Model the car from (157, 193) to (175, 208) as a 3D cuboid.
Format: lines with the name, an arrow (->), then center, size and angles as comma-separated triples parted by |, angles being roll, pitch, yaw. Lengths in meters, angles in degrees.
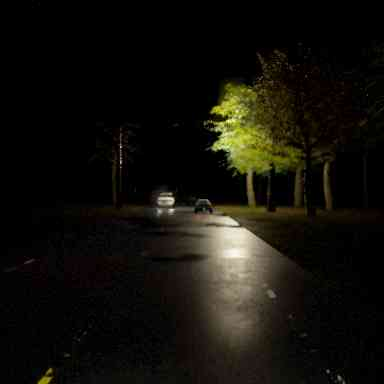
car -> -3.596, 1.161, 46.218 | 2.150, 2.045, 5.566 | 0, 0, 0

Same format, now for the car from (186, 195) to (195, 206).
car -> -0.016, 1.487, 53.611 | 1.994, 1.385, 4.181 | 0, 0, 0

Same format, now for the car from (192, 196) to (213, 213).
car -> 1.214, 1.484, 35.810 | 1.812, 1.442, 4.674 | 0, 0, 0

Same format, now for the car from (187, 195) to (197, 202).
car -> -0.021, 1.336, 70.725 | 1.895, 1.301, 4.718 | 0, 0, 0
